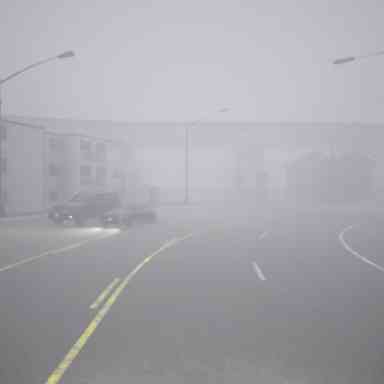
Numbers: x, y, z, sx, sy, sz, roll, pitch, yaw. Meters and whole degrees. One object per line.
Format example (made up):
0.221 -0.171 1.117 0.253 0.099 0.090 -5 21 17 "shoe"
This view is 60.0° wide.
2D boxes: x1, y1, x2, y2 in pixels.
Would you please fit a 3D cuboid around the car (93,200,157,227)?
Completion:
-3.946 1.406 21.182 1.994 1.385 4.181 0 0 25 "car"

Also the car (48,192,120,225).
-7.068 1.052 22.784 2.150 2.045 5.566 0 0 25 "car"
